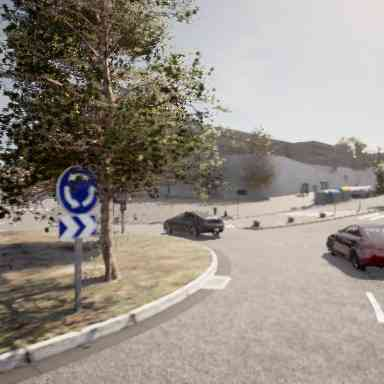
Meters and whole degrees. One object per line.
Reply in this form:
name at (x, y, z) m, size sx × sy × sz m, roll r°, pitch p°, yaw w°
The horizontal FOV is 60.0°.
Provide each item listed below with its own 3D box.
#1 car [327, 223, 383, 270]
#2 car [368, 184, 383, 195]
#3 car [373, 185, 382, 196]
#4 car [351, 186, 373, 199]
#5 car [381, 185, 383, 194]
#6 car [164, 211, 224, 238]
car at (6.296, 1.805, 11.844) m, size 1.994 × 1.385 × 4.181 m, roll 0°, pitch -1°, yaw 7°
car at (35.419, -0.508, 61.882) m, size 4.553 × 1.767 × 2.185 m, roll -3°, pitch 1°, yaw 30°
car at (28.697, 0.137, 56.156) m, size 4.892 × 1.521 × 2.231 m, roll -4°, pitch 1°, yaw 31°
car at (26.377, 0.345, 54.319) m, size 4.792 × 1.488 × 2.163 m, roll -4°, pitch 1°, yaw 32°
car at (30.968, 0.001, 58.048) m, size 4.674 × 1.452 × 2.002 m, roll -4°, pitch 0°, yaw 31°
car at (0.014, 1.995, 21.284) m, size 1.837 × 1.490 × 4.892 m, roll 2°, pitch -3°, yaw -36°
